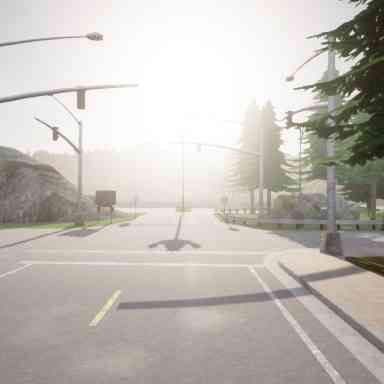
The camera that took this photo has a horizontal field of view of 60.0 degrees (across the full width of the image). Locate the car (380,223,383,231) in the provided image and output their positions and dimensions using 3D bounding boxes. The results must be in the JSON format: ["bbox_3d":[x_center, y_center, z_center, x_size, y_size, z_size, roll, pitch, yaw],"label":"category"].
[{"bbox_3d":[15.040,2.057,21.130,5.357,1.411,2.033,0,-1,-2],"label":"car"}]
